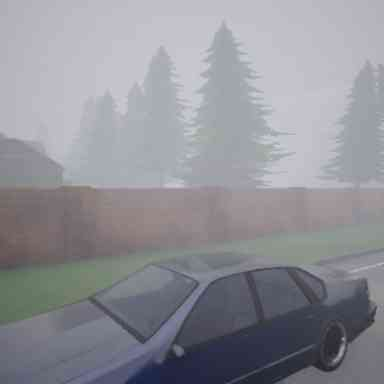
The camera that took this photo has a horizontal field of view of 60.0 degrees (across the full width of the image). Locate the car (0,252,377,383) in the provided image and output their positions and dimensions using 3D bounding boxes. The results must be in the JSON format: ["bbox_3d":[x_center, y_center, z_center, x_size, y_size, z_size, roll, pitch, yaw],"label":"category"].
[{"bbox_3d":[0.169,1.534,4.086,5.357,1.411,2.033,0,0,-35],"label":"car"}]
